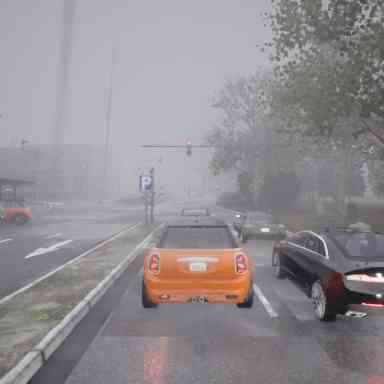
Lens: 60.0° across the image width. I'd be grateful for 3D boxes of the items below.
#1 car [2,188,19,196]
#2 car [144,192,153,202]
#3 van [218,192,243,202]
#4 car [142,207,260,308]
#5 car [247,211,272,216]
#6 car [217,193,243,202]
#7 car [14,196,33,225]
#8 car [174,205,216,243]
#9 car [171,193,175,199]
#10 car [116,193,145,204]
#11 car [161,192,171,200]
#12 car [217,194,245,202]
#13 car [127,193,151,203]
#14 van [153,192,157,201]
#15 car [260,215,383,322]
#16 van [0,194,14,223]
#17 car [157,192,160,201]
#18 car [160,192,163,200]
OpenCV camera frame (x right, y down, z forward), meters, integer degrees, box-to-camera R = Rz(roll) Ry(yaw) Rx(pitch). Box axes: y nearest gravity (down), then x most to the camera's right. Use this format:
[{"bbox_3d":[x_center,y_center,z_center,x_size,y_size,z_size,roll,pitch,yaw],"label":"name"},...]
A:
[{"bbox_3d":[-28.217,0.135,51.849,2.002,1.452,4.674,6,-3,-19],"label":"car"},{"bbox_3d":[-10.863,1.314,63.990,5.366,1.575,1.946,-1,0,-15],"label":"car"},{"bbox_3d":[7.220,1.041,63.610,4.442,1.987,1.878,1,0,-14],"label":"van"},{"bbox_3d":[0.103,1.363,8.094,2.097,1.767,4.553,0,0,0],"label":"car"},{"bbox_3d":[3.144,1.587,16.129,1.994,1.385,4.181,0,0,1],"label":"car"},{"bbox_3d":[7.600,1.140,66.580,4.553,1.767,2.185,1,0,-14],"label":"car"},{"bbox_3d":[-13.651,1.402,23.189,4.553,1.767,2.185,-1,0,-19],"label":"car"},{"bbox_3d":[0.153,1.531,17.179,1.837,1.490,4.892,0,0,1],"label":"car"},{"bbox_3d":[-8.090,1.063,87.941,5.566,2.045,2.435,-1,0,-12],"label":"car"},{"bbox_3d":[-11.505,1.357,60.997,4.792,1.488,2.163,-1,0,-15],"label":"car"},{"bbox_3d":[-8.537,1.356,84.934,4.674,1.452,2.002,-1,0,-12],"label":"car"},{"bbox_3d":[8.134,1.262,69.574,5.366,1.575,1.946,1,0,-13],"label":"car"},{"bbox_3d":[-10.773,1.194,66.942,4.553,1.767,2.185,-1,0,-14],"label":"car"},{"bbox_3d":[-10.310,1.091,69.982,4.442,1.987,1.878,-1,0,-14],"label":"van"},{"bbox_3d":[3.102,1.501,7.217,2.128,1.511,4.902,0,0,0],"label":"car"},{"bbox_3d":[-13.623,1.296,20.211,4.442,1.987,1.878,-1,0,-20],"label":"van"},{"bbox_3d":[-10.085,1.320,72.954,4.892,1.521,2.231,-1,0,-14],"label":"car"},{"bbox_3d":[-9.716,1.358,75.949,4.674,1.452,2.002,-1,0,-13],"label":"car"}]
